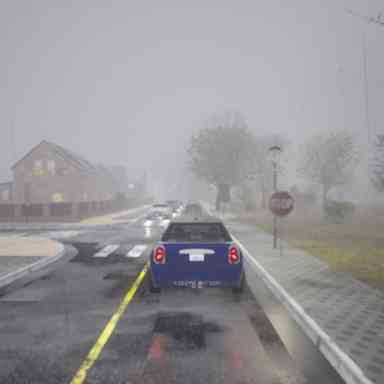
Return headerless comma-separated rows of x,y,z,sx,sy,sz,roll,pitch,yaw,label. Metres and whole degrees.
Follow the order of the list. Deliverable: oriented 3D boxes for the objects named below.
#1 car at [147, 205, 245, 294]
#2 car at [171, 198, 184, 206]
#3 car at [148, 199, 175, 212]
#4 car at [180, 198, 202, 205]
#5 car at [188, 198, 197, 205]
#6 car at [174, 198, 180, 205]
0.102,1.395,9.068,2.097,1.767,4.553,0,0,0,car
-2.697,1.888,63.102,2.128,1.511,4.902,0,-1,1,car
-2.880,1.690,30.610,1.812,1.442,4.674,0,0,2,car
0.122,1.697,37.204,2.128,1.511,4.902,0,0,0,car
0.108,2.017,72.815,2.033,1.411,5.357,0,0,0,car
-2.798,1.731,40.406,1.837,1.490,4.892,0,0,0,car
